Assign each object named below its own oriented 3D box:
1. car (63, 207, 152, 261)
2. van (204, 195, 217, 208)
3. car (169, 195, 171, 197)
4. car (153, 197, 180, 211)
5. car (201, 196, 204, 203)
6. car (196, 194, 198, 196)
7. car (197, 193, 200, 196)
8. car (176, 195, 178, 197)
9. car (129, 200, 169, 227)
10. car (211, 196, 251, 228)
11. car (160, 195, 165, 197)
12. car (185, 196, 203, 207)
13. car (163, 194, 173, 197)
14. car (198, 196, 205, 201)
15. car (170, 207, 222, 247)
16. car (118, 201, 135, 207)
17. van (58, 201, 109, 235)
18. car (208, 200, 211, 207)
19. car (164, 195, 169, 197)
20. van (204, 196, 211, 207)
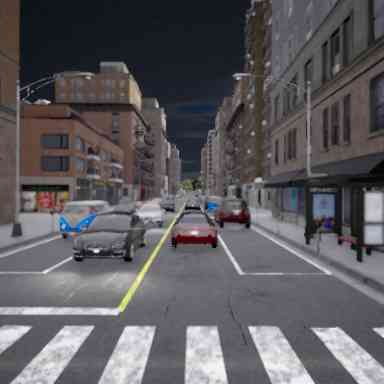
[{"bbox_3d":[-2.841,1.519,12.366,1.837,1.490,4.892,0,0,0],"label":"car"},{"bbox_3d":[2.668,1.435,49.565,1.690,1.788,3.998,0,0,0],"label":"van"},{"bbox_3d":[-5.413,1.639,60.372,1.947,1.339,4.313,0,0,0],"label":"car"},{"bbox_3d":[-2.823,1.600,37.759,2.033,1.411,5.357,0,0,0],"label":"car"},{"bbox_3d":[2.675,1.401,44.158,2.192,1.841,5.009,0,0,0],"label":"car"},{"bbox_3d":[2.619,1.674,87.577,1.752,1.417,4.829,0,0,0],"label":"car"},{"bbox_3d":[2.640,1.565,71.188,1.967,1.590,4.097,0,0,0],"label":"car"},{"bbox_3d":[-5.416,1.663,87.403,2.008,1.369,4.403,0,0,0],"label":"car"},{"bbox_3d":[-2.840,1.556,23.093,1.812,1.442,4.674,0,0,0],"label":"car"},{"bbox_3d":[2.702,1.370,22.533,2.192,1.841,5.009,0,0,0],"label":"car"},{"bbox_3d":[-5.412,1.582,49.391,1.752,1.417,4.829,0,0,0],"label":"car"},{"bbox_3d":[0.090,1.638,43.626,1.994,1.385,4.181,0,0,0],"label":"car"},{"bbox_3d":[-5.413,1.395,65.779,2.192,1.841,5.009,0,0,0],"label":"car"},{"bbox_3d":[2.612,1.708,92.813,2.008,1.369,4.403,0,0,0],"label":"car"},{"bbox_3d":[0.100,1.596,15.282,1.994,1.385,4.181,0,0,0],"label":"car"},{"bbox_3d":[-5.410,1.592,27.935,1.947,1.339,4.313,0,0,0],"label":"car"},{"bbox_3d":[-5.408,1.351,17.123,1.690,1.788,3.998,0,0,0],"label":"van"},{"bbox_3d":[2.694,1.613,27.939,2.008,1.369,4.403,0,0,0],"label":"car"},{"bbox_3d":[-5.413,1.616,54.966,2.008,1.369,4.403,0,0,0],"label":"car"},{"bbox_3d":[2.682,1.420,38.752,1.690,1.788,3.998,0,0,0],"label":"van"}]
